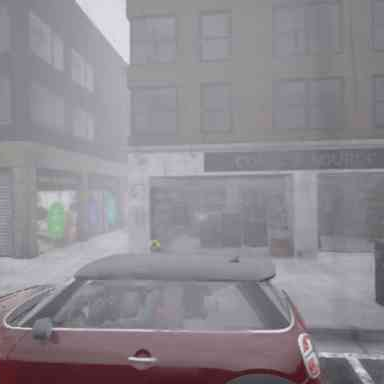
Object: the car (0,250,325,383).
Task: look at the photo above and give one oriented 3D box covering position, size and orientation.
[{"bbox_3d":[-0.809,1.436,3.668,4.097,1.590,1.967,-1,0,7],"label":"car"}]
